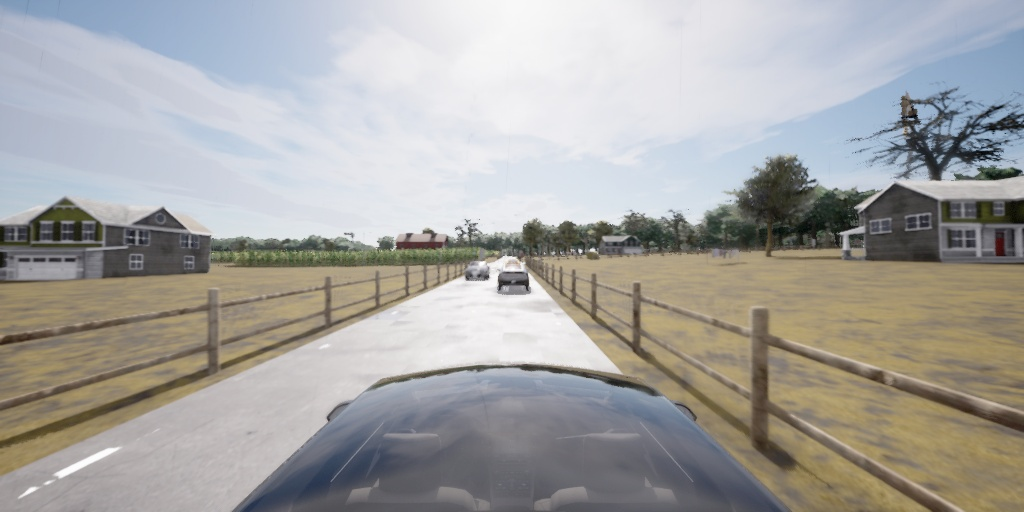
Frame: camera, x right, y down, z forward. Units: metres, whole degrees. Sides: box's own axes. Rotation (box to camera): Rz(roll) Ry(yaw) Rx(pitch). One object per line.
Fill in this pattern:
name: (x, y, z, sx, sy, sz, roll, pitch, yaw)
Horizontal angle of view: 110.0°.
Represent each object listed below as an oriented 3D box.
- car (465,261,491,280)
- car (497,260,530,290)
car: (-2.846, 1.200, 30.357, 2.128, 1.511, 4.902, 0, 0, 0)
car: (0.088, 1.224, 22.176, 2.128, 1.511, 4.902, 0, 0, 0)
